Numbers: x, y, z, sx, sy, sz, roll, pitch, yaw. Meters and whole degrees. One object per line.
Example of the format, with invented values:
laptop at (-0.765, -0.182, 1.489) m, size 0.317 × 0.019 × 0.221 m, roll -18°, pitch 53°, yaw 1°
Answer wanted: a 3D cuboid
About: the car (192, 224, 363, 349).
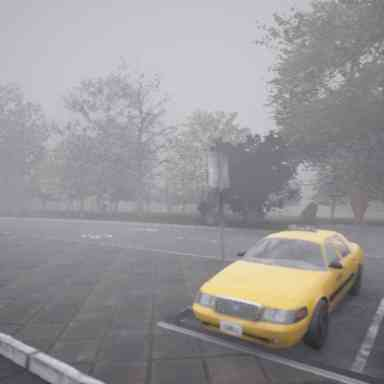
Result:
car at (2.071, 1.454, 6.568) m, size 1.946 × 1.575 × 5.366 m, roll 0°, pitch 0°, yaw 36°
